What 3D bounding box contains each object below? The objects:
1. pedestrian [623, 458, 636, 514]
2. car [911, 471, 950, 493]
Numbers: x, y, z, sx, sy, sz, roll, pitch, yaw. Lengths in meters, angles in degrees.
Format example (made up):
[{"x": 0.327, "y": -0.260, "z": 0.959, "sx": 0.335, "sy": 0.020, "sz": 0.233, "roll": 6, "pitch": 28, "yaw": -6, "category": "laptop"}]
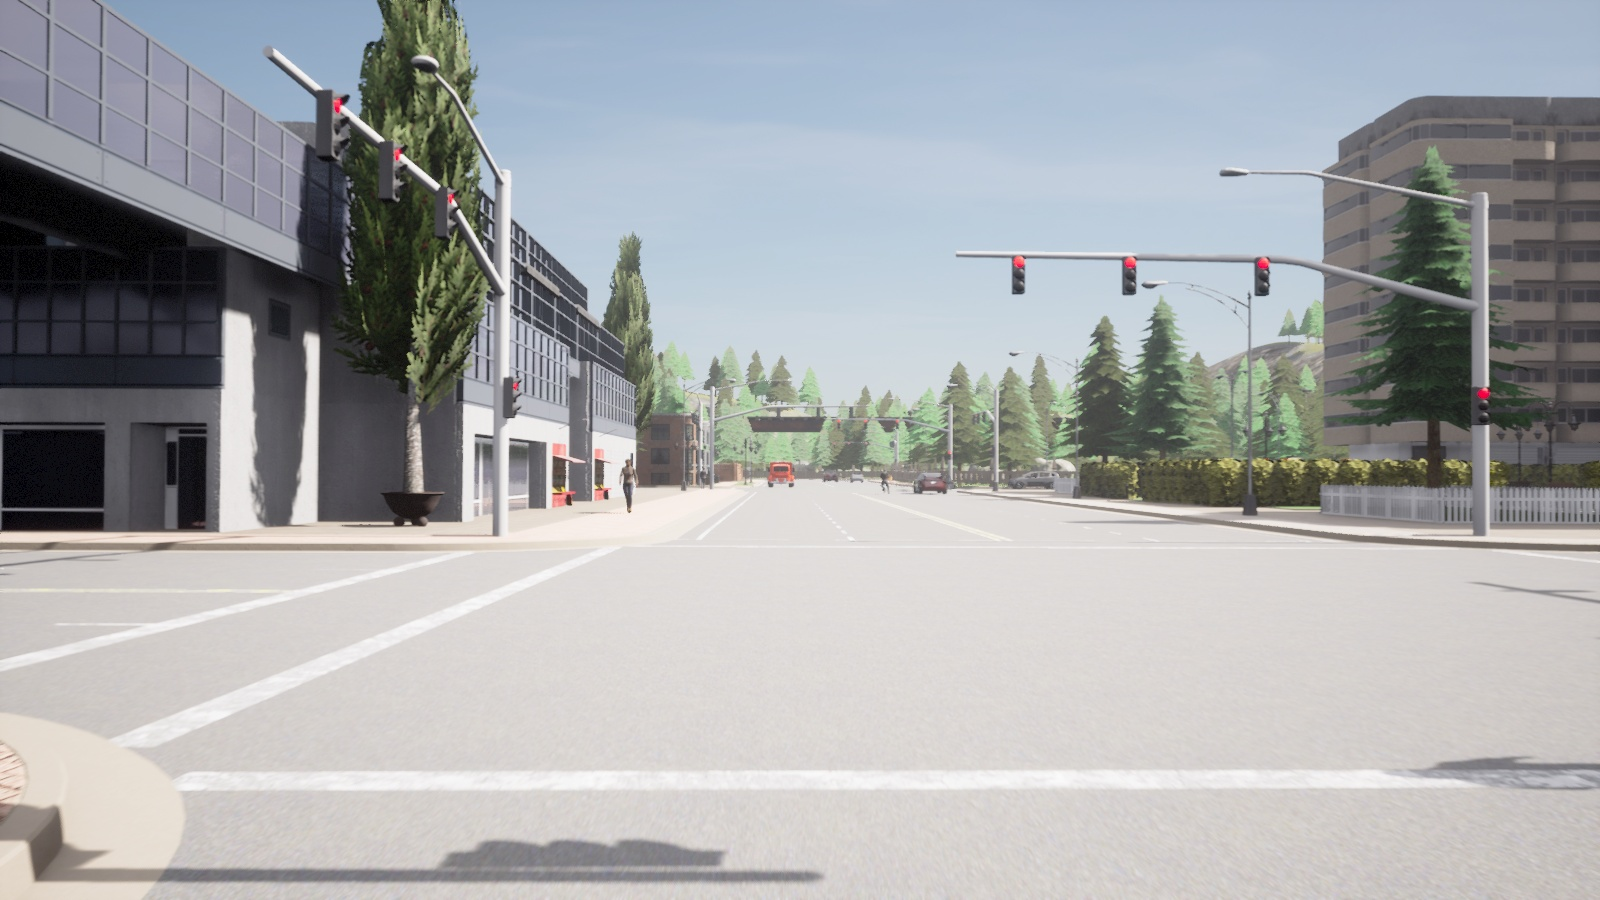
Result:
[{"x": -5.560, "y": 1.182, "z": 40.978, "sx": 0.328, "sy": 1.805, "sz": 0.869, "roll": 0, "pitch": -1, "yaw": -1, "category": "pedestrian"}, {"x": 9.122, "y": 2.252, "z": 88.053, "sx": 2.163, "sy": 1.488, "sz": 4.792, "roll": 0, "pitch": -1, "yaw": -1, "category": "car"}]
